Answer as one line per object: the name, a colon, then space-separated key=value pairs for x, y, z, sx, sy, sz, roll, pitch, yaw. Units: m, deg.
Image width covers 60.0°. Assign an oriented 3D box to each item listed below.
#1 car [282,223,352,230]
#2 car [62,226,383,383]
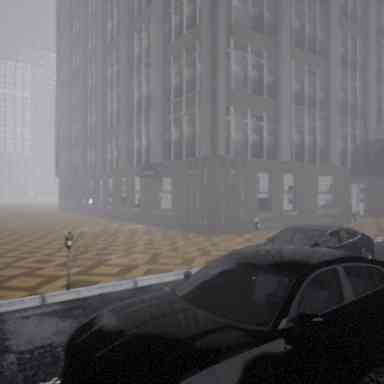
car: x=3.136 y=1.536 z=8.788 sx=4.313 sy=1.339 sz=1.947 roll=0 pitch=1 yaw=-35
car: x=1.042 y=1.465 z=4.121 sx=5.008 sy=1.535 sz=1.882 roll=0 pitch=0 yaw=-35
